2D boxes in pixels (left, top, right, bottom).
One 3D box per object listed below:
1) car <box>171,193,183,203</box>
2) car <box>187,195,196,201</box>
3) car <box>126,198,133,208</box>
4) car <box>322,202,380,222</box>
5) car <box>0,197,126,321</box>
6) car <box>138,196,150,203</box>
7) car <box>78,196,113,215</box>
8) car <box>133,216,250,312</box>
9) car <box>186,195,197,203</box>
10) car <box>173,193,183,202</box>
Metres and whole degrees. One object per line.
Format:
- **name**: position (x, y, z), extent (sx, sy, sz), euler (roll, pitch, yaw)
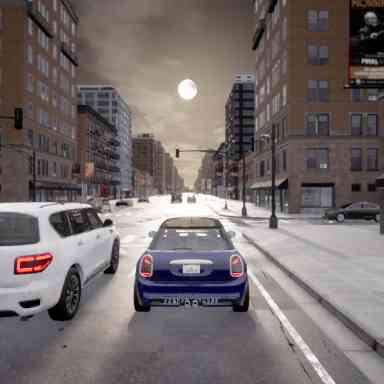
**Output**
- **car**: position (-3.254, 1.203, 69.992), extent (2.150, 2.045, 5.566), euler (0, 0, 0)
- **car**: position (-0.103, 1.443, 79.697), extent (1.895, 1.301, 4.718), euler (0, 0, 0)
- **car**: position (-9.910, 1.591, 48.791), extent (1.895, 1.301, 4.718), euler (0, 0, 0)
- **car**: position (12.688, 1.542, 25.901), extent (4.892, 1.490, 1.837), euler (0, 0, 2)
- **car**: position (-3.158, 1.222, 7.407), extent (2.150, 2.045, 5.566), euler (0, 0, 0)
- **car**: position (-9.844, 1.546, 68.319), extent (1.994, 1.385, 4.181), euler (0, 0, 0)
- **car**: position (-10.056, 1.347, 35.025), extent (2.097, 1.767, 4.553), euler (0, 0, 3)
- **car**: position (-0.003, 1.351, 7.864), extent (2.097, 1.767, 4.553), euler (0, 0, 0)
- **car**: position (-0.090, 1.473, 69.248), extent (2.128, 1.511, 4.902), euler (0, 0, 0)
- **car**: position (-3.354, 1.202, 80.382), extent (2.150, 2.045, 5.566), euler (0, 0, 0)
